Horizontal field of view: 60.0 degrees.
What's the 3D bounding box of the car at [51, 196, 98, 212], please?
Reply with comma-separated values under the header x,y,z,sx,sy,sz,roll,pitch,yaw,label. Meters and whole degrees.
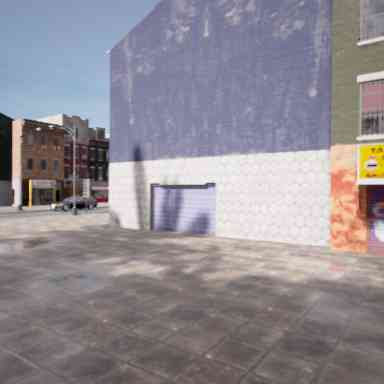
x,y,z,sx,sy,sz,roll,pitch,yaw,label
-12.010,1.195,34.201,2.128,1.511,4.902,1,1,36,car
